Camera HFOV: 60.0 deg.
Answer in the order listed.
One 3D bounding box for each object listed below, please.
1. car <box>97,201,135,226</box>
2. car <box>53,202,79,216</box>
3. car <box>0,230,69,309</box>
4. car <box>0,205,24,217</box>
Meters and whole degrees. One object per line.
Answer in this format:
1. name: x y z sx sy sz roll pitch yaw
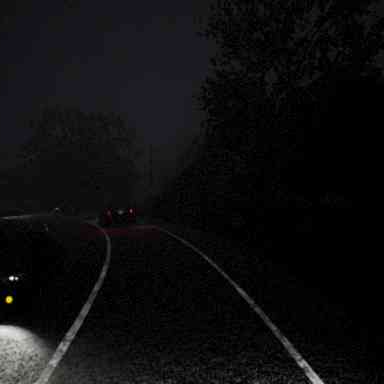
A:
1. car: -5.746 1.455 24.764 2.097 1.767 4.553 -2 0 -23
2. car: -15.143 1.942 39.880 2.128 1.511 4.902 -4 1 -39
3. car: -4.255 1.618 7.756 1.994 1.385 4.181 -1 0 -9
4. car: -24.545 2.481 45.132 5.008 1.535 1.882 -3 1 45
